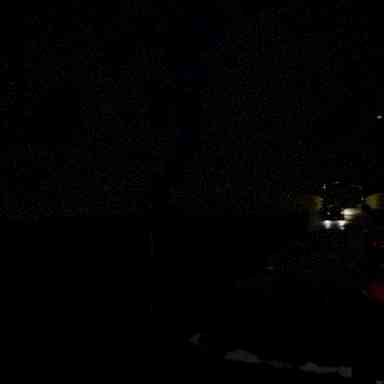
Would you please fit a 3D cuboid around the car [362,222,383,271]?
[{"bbox_3d":[7.221,1.775,11.753,1.882,1.535,5.008,-3,-3,26],"label":"car"}]

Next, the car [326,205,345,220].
[{"bbox_3d":[17.877,2.538,41.413,2.097,1.767,4.553,-3,-3,24],"label":"car"}]
